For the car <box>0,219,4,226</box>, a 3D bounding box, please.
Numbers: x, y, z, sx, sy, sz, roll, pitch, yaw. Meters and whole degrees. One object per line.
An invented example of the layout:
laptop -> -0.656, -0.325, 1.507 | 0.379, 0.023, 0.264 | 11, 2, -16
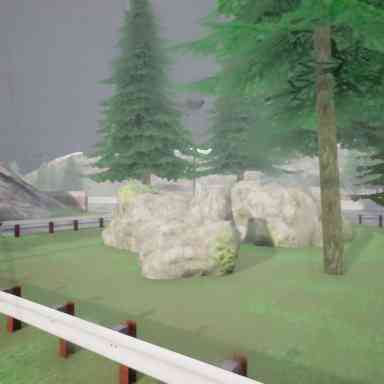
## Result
car -> -11.511, 1.370, 15.093 | 5.357, 1.411, 2.033 | 0, 0, 2
